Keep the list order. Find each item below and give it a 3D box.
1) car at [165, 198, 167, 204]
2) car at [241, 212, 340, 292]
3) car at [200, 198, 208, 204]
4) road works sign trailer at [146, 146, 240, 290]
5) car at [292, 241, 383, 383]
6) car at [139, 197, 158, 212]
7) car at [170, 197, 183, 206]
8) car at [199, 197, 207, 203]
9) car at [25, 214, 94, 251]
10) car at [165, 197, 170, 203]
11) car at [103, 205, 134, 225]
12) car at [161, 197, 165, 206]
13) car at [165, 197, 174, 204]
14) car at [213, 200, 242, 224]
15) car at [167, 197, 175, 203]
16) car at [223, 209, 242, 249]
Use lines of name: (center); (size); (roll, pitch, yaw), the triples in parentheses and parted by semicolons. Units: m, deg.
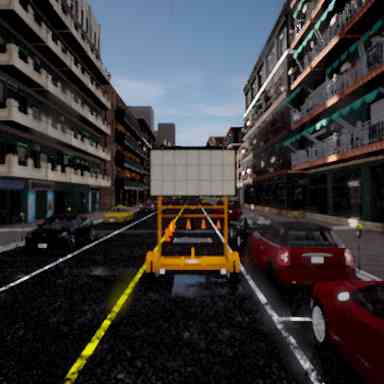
car: (-5.579, 1.966, 54.235); (1.802, 1.307, 4.206); (0, 0, 0)
car: (2.713, 1.506, 9.125); (1.967, 1.590, 4.097); (0, 0, 0)
car: (2.847, 2.058, 76.929); (1.752, 1.417, 4.829); (0, 0, 0)
road works sign trailer: (0.021, 0.532, 9.270); (2.380, 3.560, 2.880); (0, 0, 0)
car: (2.702, 1.570, 3.488); (1.887, 1.381, 4.507); (0, 0, 0)
car: (-5.601, 1.747, 42.963); (1.967, 1.590, 4.097); (0, 0, 0)
car: (-2.866, 1.969, 66.270); (1.837, 1.490, 4.892); (0, 0, 0)
car: (2.868, 2.152, 88.031); (1.887, 1.381, 4.507); (0, 0, 0)
car: (-5.657, 1.676, 14.779); (1.947, 1.339, 4.313); (0, 0, 0)
car: (-5.533, 1.852, 76.781); (2.192, 1.841, 5.009); (0, 0, 0)
car: (-5.635, 1.714, 25.883); (1.752, 1.417, 4.829); (0, 0, 0)
car: (-5.589, 1.660, 48.600); (2.192, 1.841, 5.009); (0, 0, 0)
car: (-5.523, 2.014, 82.416); (1.967, 1.590, 4.097); (0, 0, 0)
car: (2.747, 1.500, 26.034); (2.192, 1.841, 5.009); (0, 0, 0)
car: (-5.512, 2.157, 88.052); (1.887, 1.381, 4.507); (0, 0, 0)
car: (2.724, 1.656, 14.760); (2.008, 1.369, 4.403); (0, 0, 0)
